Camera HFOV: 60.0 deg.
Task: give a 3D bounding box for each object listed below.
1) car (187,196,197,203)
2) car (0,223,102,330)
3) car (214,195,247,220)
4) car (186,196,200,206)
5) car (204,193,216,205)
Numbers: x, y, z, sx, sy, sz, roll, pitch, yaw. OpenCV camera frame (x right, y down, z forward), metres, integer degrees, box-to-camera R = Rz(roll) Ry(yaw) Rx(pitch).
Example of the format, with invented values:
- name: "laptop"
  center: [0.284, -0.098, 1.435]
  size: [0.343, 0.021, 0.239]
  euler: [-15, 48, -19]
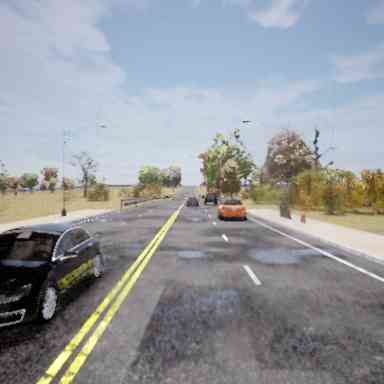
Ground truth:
- name: "car"
  center: [-0.004, 1.491, 67.246]
  size: [2.033, 1.411, 5.357]
  euler: [0, 0, 0]
- name: "car"
  center: [-3.338, 1.502, 7.172]
  size: [1.837, 1.490, 4.892]
  euler: [0, 0, 0]
- name: "car"
  center: [3.266, 1.338, 27.896]
  size: [2.097, 1.767, 4.553]
  euler: [0, 0, 0]
- name: "car"
  center: [0.091, 1.493, 52.806]
  size: [1.812, 1.442, 4.674]
  euler: [0, -1, -1]
- name: "car"
  center: [3.250, 1.188, 58.070]
  size: [2.150, 2.045, 5.566]
  euler: [0, 0, 0]
